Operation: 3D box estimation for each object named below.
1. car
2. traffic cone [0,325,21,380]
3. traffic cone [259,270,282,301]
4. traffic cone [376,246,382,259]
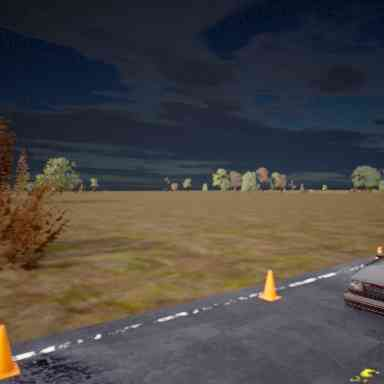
[{"bbox_3d":[5.279,1.534,6.773,5.357,1.411,2.033,0,0,-37],"label":"car"},{"bbox_3d":[-2.355,1.960,4.147,0.340,0.580,0.340,0,0,-36],"label":"traffic cone"},{"bbox_3d":[1.667,1.950,7.071,0.340,0.580,0.340,0,0,-36],"label":"traffic cone"},{"bbox_3d":[5.660,1.939,10.034,0.340,0.580,0.340,0,0,-37],"label":"traffic cone"}]
